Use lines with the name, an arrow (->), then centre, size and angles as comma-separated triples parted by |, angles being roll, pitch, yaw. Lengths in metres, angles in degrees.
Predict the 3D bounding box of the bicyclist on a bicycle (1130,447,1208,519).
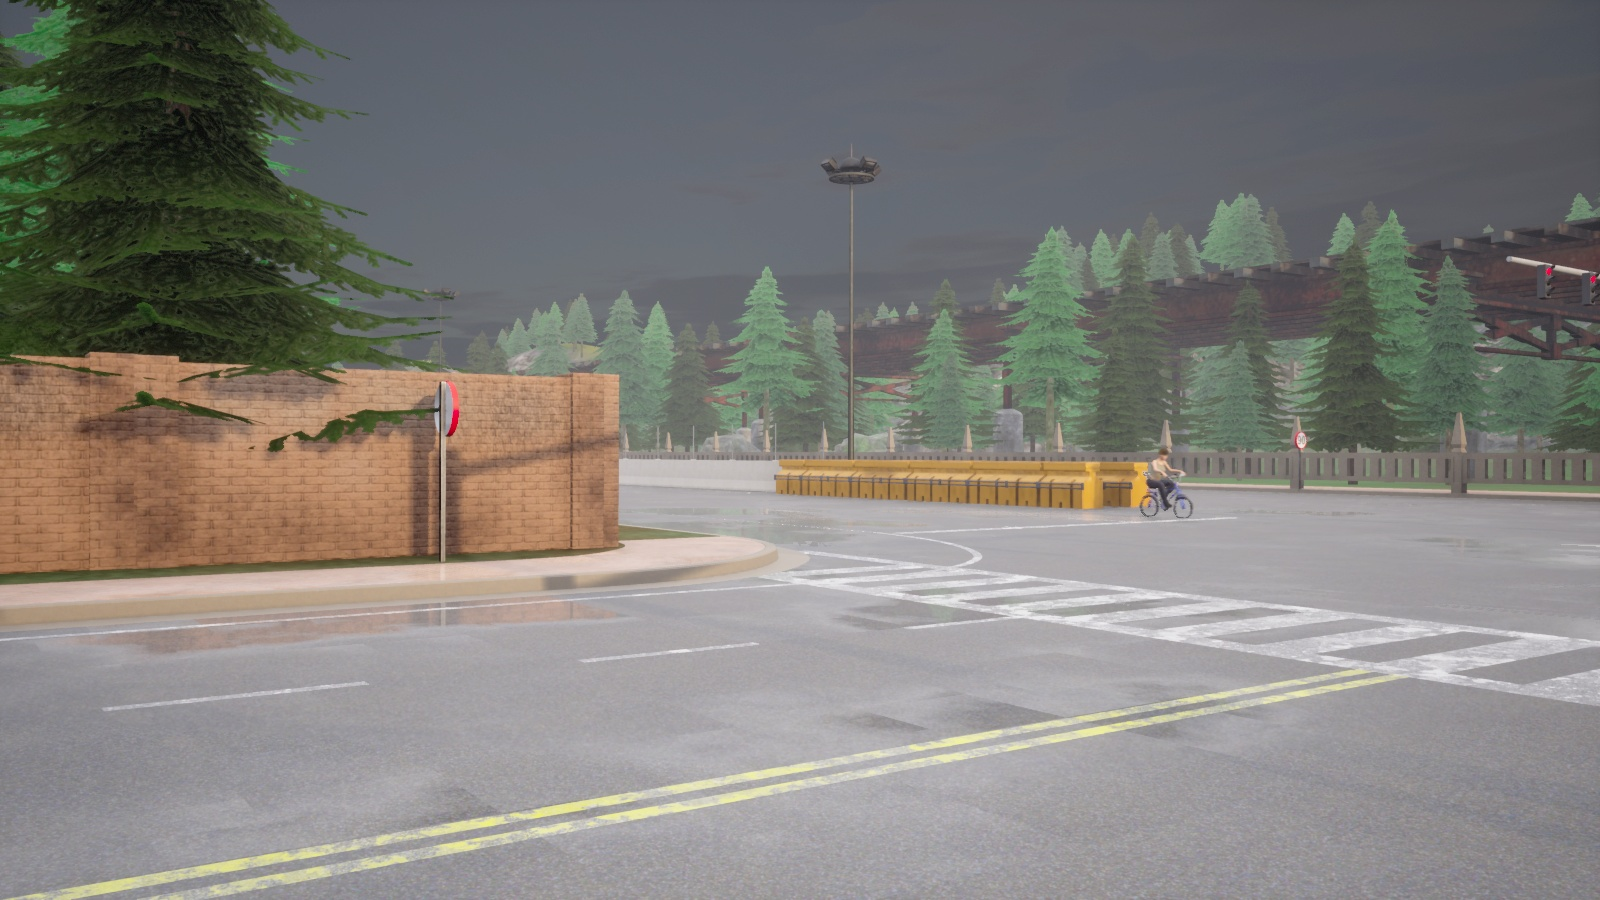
bicyclist on a bicycle -> 8.458, 0.734, 28.810 | 0.866, 1.612, 1.509 | 0, 0, -35
